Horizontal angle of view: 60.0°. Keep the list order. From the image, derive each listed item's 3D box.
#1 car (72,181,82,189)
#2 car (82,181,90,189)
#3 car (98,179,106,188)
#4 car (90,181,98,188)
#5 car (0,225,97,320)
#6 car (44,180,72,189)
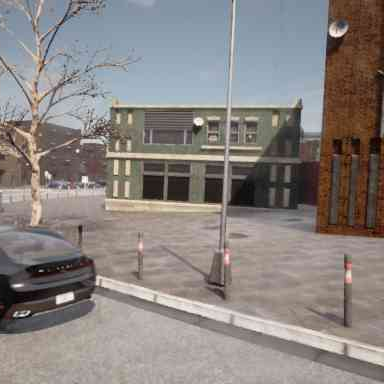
[{"bbox_3d":[-26.009,-1.475,68.519,5.008,1.535,2.097,3,2,20],"label":"car"},{"bbox_3d":[-25.042,-1.505,71.100,4.674,1.452,2.002,3,3,20],"label":"car"},{"bbox_3d":[-23.123,-1.688,76.272,4.892,1.521,2.231,3,3,20],"label":"car"},{"bbox_3d":[-24.046,-1.739,73.666,4.553,1.767,2.185,3,3,20],"label":"car"},{"bbox_3d":[-3.973,1.450,6.941,4.892,1.490,1.837,1,1,38],"label":"car"},{"bbox_3d":[-26.933,-1.533,65.913,4.553,1.767,2.185,3,3,20],"label":"car"}]
